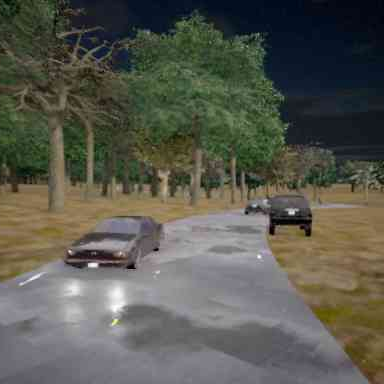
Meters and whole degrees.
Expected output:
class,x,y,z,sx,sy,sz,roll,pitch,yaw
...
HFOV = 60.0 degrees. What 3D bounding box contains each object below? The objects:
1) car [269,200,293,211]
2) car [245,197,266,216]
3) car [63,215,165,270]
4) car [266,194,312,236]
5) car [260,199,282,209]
class,x,y,z,sx,sy,sz,roll,pitch,yaw
car,12.090,1.809,45.011,1.895,1.301,4.718,1,0,32
car,7.085,1.450,34.755,2.097,1.767,4.553,1,0,25
car,-2.228,1.516,11.262,2.033,1.411,5.357,0,0,8
car,5.491,1.126,19.008,2.150,2.045,5.566,1,0,13
car,12.172,1.772,50.905,1.994,1.385,4.181,1,0,32
